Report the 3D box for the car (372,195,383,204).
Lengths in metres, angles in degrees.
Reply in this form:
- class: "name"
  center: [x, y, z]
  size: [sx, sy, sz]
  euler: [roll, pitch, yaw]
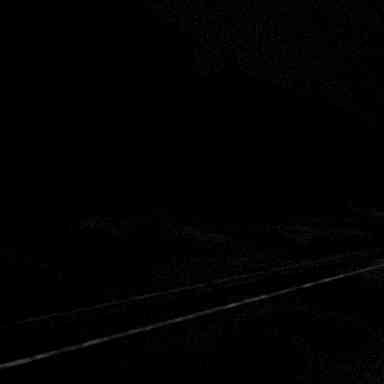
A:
- class: "car"
  center: [28.936, 1.102, 49.743]
  size: [1.994, 1.385, 4.181]
  euler: [1, 1, -4]
